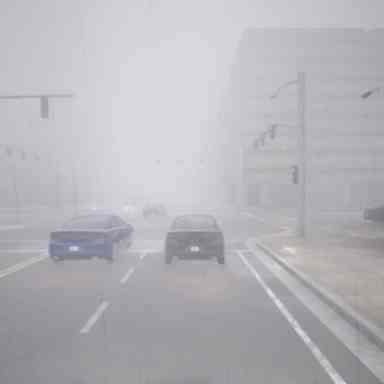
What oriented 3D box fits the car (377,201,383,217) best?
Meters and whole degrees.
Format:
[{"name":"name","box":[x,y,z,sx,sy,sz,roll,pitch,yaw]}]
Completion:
[{"name":"car","box":[19.987,1.566,30.853,4.674,1.442,1.812,0,0,-1]}]

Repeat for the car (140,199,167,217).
[{"name":"car","box":[-3.387,1.642,31.235,1.895,1.301,4.718,0,0,0]}]

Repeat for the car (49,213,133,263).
[{"name":"car","box":[-3.407,1.494,12.113,1.882,1.535,5.008,0,0,0]}]

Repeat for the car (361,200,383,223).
[{"name":"car","box":[14.948,1.509,23.725,5.008,1.535,1.882,0,0,0]}]

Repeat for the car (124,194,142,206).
[{"name":"car","box":[-10.522,1.567,57.500,2.128,1.511,4.902,0,0,0]}]

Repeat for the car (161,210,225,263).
[{"name":"car","box":[0.093,1.494,12.055,1.882,1.535,5.008,0,0,0]}]

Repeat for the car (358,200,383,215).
[{"name":"car","box":[19.952,1.571,34.369,4.674,1.442,1.812,0,0,0]}]

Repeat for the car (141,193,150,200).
[{"name":"car","box":[-10.464,1.321,73.167,2.150,2.045,5.566,0,0,0]}]
